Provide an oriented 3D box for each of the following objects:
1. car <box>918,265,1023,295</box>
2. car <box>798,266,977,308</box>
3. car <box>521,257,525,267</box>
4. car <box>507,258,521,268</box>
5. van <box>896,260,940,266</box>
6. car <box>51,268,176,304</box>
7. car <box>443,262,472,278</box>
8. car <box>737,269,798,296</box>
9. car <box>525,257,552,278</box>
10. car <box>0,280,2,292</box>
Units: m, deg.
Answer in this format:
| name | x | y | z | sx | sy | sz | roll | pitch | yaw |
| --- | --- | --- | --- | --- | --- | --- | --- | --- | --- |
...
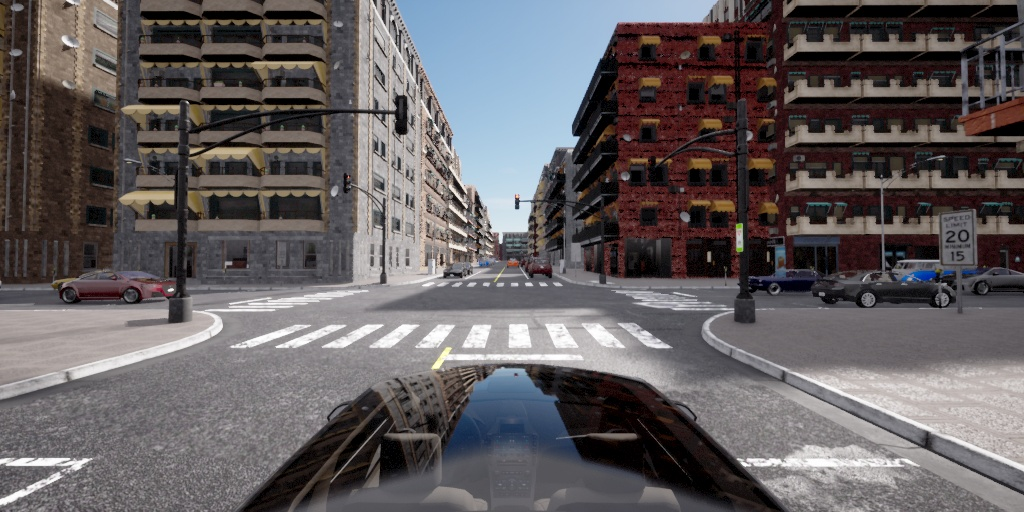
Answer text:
| name | x | y | z | sx | sy | sz | roll | pitch | yaw |
| --- | --- | --- | --- | --- | --- | --- | --- | --- | --- |
| car | 24.582 | 1.287 | 18.768 | 4.181 | 1.385 | 1.994 | 0 | -1 | 0 |
| car | 13.762 | 1.185 | 13.380 | 4.403 | 1.370 | 2.007 | 0 | 0 | 0 |
| car | 2.628 | 1.086 | 44.812 | 2.192 | 1.841 | 5.009 | 0 | 0 | 0 |
| car | 0.186 | 1.176 | 63.723 | 2.097 | 1.767 | 4.553 | 0 | 0 | 0 |
| van | 24.931 | 1.115 | 21.216 | 3.998 | 1.789 | 1.690 | 0 | 0 | 0 |
| car | -17.187 | 1.339 | 15.978 | 4.181 | 1.385 | 1.994 | 0 | -1 | 0 |
| car | -5.269 | 1.328 | 33.655 | 1.948 | 1.339 | 4.313 | 0 | 0 | 0 |
| car | 14.576 | 1.347 | 18.804 | 4.718 | 1.301 | 1.895 | 0 | -1 | -2 |
| car | 2.612 | 1.076 | 33.689 | 2.192 | 1.841 | 5.009 | 0 | 0 | 0 |
| car | -26.676 | 1.027 | 16.022 | 5.566 | 2.045 | 2.150 | 0 | -1 | 0 |
